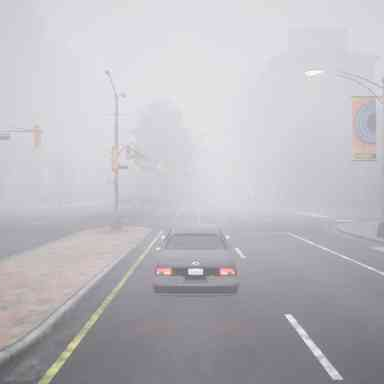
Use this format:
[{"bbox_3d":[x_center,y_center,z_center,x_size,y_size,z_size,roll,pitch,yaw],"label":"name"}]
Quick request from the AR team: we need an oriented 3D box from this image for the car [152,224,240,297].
[{"bbox_3d":[0.086,1.547,8.771,2.033,1.411,5.357,0,0,0],"label":"car"}]

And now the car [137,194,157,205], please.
[{"bbox_3d":[-7.994,1.564,58.932,1.994,1.385,4.181,0,0,1],"label":"car"}]

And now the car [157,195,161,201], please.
[{"bbox_3d":[-7.928,1.526,67.449,1.812,1.442,4.674,0,0,1],"label":"car"}]

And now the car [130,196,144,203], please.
[{"bbox_3d":[-11.407,1.525,69.537,2.128,1.511,4.902,0,0,0],"label":"car"}]

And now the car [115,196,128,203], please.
[{"bbox_3d":[-14.657,1.595,69.419,1.895,1.301,4.718,0,0,0],"label":"car"}]

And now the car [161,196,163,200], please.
[{"bbox_3d":[-7.896,1.500,77.779,1.837,1.490,4.892,0,0,0],"label":"car"}]

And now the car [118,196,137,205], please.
[{"bbox_3d":[-11.489,1.491,59.616,2.128,1.511,4.902,0,0,0],"label":"car"}]

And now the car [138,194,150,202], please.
[{"bbox_3d":[-11.394,1.355,79.549,2.097,1.767,4.553,0,0,0],"label":"car"}]
